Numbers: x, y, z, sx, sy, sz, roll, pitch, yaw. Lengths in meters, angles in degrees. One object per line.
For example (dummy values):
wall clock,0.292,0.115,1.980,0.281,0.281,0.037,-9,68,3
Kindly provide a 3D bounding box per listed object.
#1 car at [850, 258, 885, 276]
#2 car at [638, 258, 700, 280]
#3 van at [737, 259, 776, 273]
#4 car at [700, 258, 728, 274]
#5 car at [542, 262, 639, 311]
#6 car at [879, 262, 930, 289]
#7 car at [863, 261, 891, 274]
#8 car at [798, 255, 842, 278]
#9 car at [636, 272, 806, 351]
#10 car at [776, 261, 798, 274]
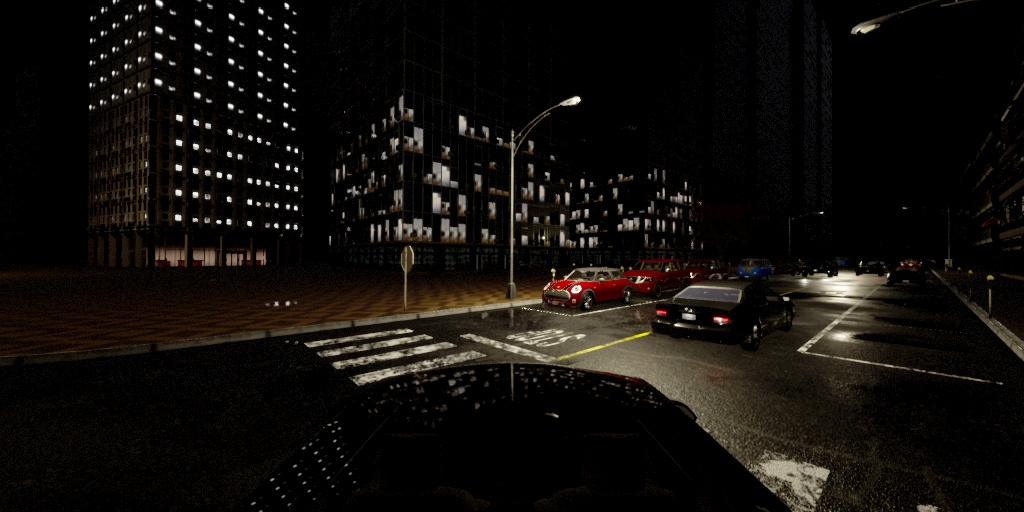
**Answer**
car,35.547,1.230,35.589,4.902,1.511,2.128,0,0,-42
car,7.294,1.070,18.233,5.009,1.841,2.192,0,0,-42
van,19.962,1.094,29.480,3.998,1.789,1.690,0,0,-42
car,11.517,1.070,21.982,5.009,1.841,2.192,0,0,-42
car,3.072,1.195,14.484,4.097,1.591,1.967,0,0,-42
car,25.540,1.298,23.226,4.403,1.370,2.007,0,0,-42
car,43.208,1.275,42.410,5.357,1.411,2.033,0,0,-41
car,29.825,0.966,34.642,5.566,2.045,2.150,0,0,-42
car,5.517,1.299,9.047,5.357,1.411,2.033,0,0,-42
car,28.407,1.328,36.978,4.207,1.307,1.802,0,0,-42
